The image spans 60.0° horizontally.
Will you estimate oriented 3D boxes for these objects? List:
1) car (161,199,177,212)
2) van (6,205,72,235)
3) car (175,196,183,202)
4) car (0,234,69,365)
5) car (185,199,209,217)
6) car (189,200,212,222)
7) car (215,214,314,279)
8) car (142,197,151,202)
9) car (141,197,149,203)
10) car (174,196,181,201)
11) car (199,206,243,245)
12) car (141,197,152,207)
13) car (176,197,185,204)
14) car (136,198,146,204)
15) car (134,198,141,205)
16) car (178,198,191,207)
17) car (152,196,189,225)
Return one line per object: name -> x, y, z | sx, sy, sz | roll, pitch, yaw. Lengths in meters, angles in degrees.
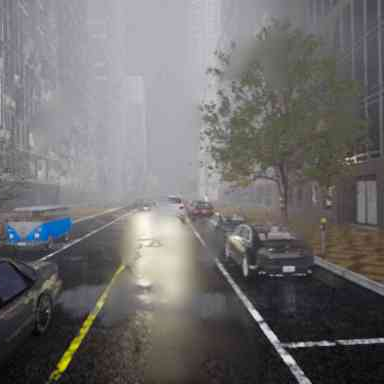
car -> -2.901, 1.687, 42.093 | 1.812, 1.442, 4.674 | -1, 0, -4
van -> -6.702, 1.500, 14.922 | 1.690, 1.788, 3.998 | -1, 0, -4
car -> -3.355, 1.797, 83.657 | 1.947, 1.339, 4.313 | -1, 0, -4
car -> -3.200, 1.615, 4.015 | 2.033, 1.411, 5.357 | -1, 0, -4
car -> 0.403, 1.526, 32.564 | 1.967, 1.590, 4.097 | -1, 0, -4
car -> 0.821, 1.506, 26.887 | 1.967, 1.590, 4.097 | -1, 0, -4
car -> 2.076, 1.551, 9.856 | 2.008, 1.369, 4.403 | -1, 0, -4
car -> -12.131, 1.944, 88.727 | 1.947, 1.339, 4.313 | -1, 0, -4
car -> -11.713, 1.910, 83.049 | 1.887, 1.381, 4.507 | -1, 0, -4
car -> -4.191, 1.821, 95.010 | 1.947, 1.339, 4.313 | -1, 0, -4
car -> 1.658, 1.575, 15.533 | 2.008, 1.369, 4.403 | -1, 0, -4
car -> -7.066, 1.804, 56.539 | 2.033, 1.411, 5.357 | -1, 0, -4
car -> -2.520, 1.770, 72.303 | 1.947, 1.339, 4.313 | -1, 0, -4
car -> -10.877, 1.921, 71.695 | 1.802, 1.307, 4.206 | -1, 0, -4
car -> -10.459, 1.870, 66.017 | 1.887, 1.381, 4.507 | -1, 0, -4
car -> -1.266, 1.705, 55.273 | 1.887, 1.381, 4.507 | -1, 0, -4
car -> -1.682, 1.317, 25.390 | 2.150, 2.045, 5.566 | -1, -1, -4
